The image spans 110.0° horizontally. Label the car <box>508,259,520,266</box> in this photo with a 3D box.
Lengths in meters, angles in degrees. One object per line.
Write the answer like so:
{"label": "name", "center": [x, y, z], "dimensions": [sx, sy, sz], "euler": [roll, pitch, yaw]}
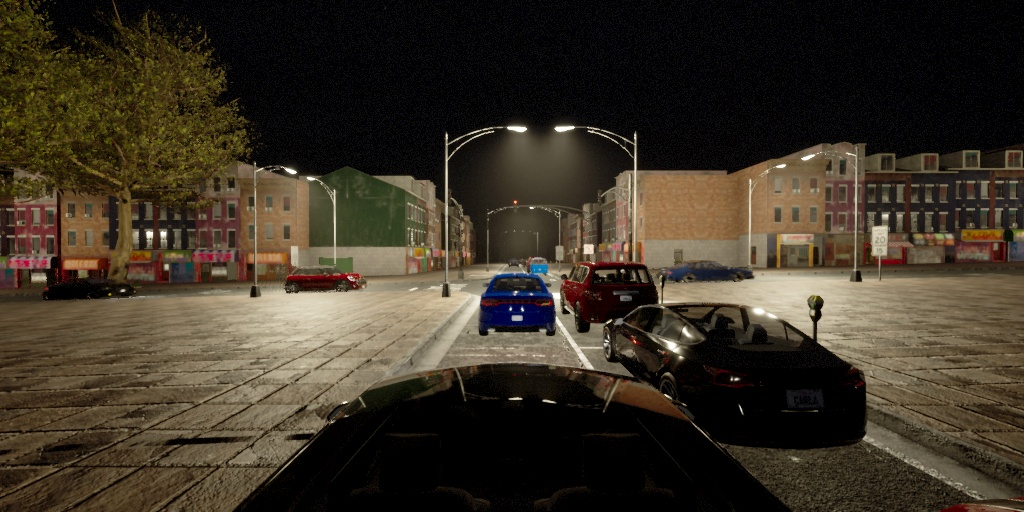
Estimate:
{"label": "car", "center": [0.327, 1.409, 65.037], "dimensions": [1.895, 1.301, 4.718], "euler": [0, 0, 0]}

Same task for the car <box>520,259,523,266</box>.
{"label": "car", "center": [2.856, 1.356, 64.087], "dimensions": [2.007, 1.370, 4.403], "euler": [0, 0, 0]}

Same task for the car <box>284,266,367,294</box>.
{"label": "car", "center": [-11.586, 1.398, 22.474], "dimensions": [4.553, 1.767, 2.097], "euler": [-2, 1, 0]}

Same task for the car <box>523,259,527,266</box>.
{"label": "car", "center": [2.779, 1.084, 42.462], "dimensions": [2.192, 1.841, 5.009], "euler": [0, 0, 0]}

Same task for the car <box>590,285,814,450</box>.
{"label": "car", "center": [2.646, 1.315, 5.293], "dimensions": [1.948, 1.339, 4.313], "euler": [0, 0, 0]}

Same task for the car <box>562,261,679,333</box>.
{"label": "car", "center": [2.666, 1.064, 10.695], "dimensions": [2.192, 1.841, 5.009], "euler": [0, 0, 0]}

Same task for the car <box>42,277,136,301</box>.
{"label": "car", "center": [-26.446, 2.051, 22.524], "dimensions": [4.181, 1.385, 1.994], "euler": [-2, 1, 0]}

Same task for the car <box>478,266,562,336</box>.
{"label": "car", "center": [0.144, 1.227, 10.419], "dimensions": [1.882, 1.535, 5.008], "euler": [0, 0, 1]}

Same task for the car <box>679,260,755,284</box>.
{"label": "car", "center": [12.007, 0.978, 22.415], "dimensions": [5.357, 1.411, 2.033], "euler": [-1, 1, 0]}

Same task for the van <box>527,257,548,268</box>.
{"label": "van", "center": [2.760, 1.104, 37.056], "dimensions": [1.690, 1.789, 3.998], "euler": [0, 0, 0]}
